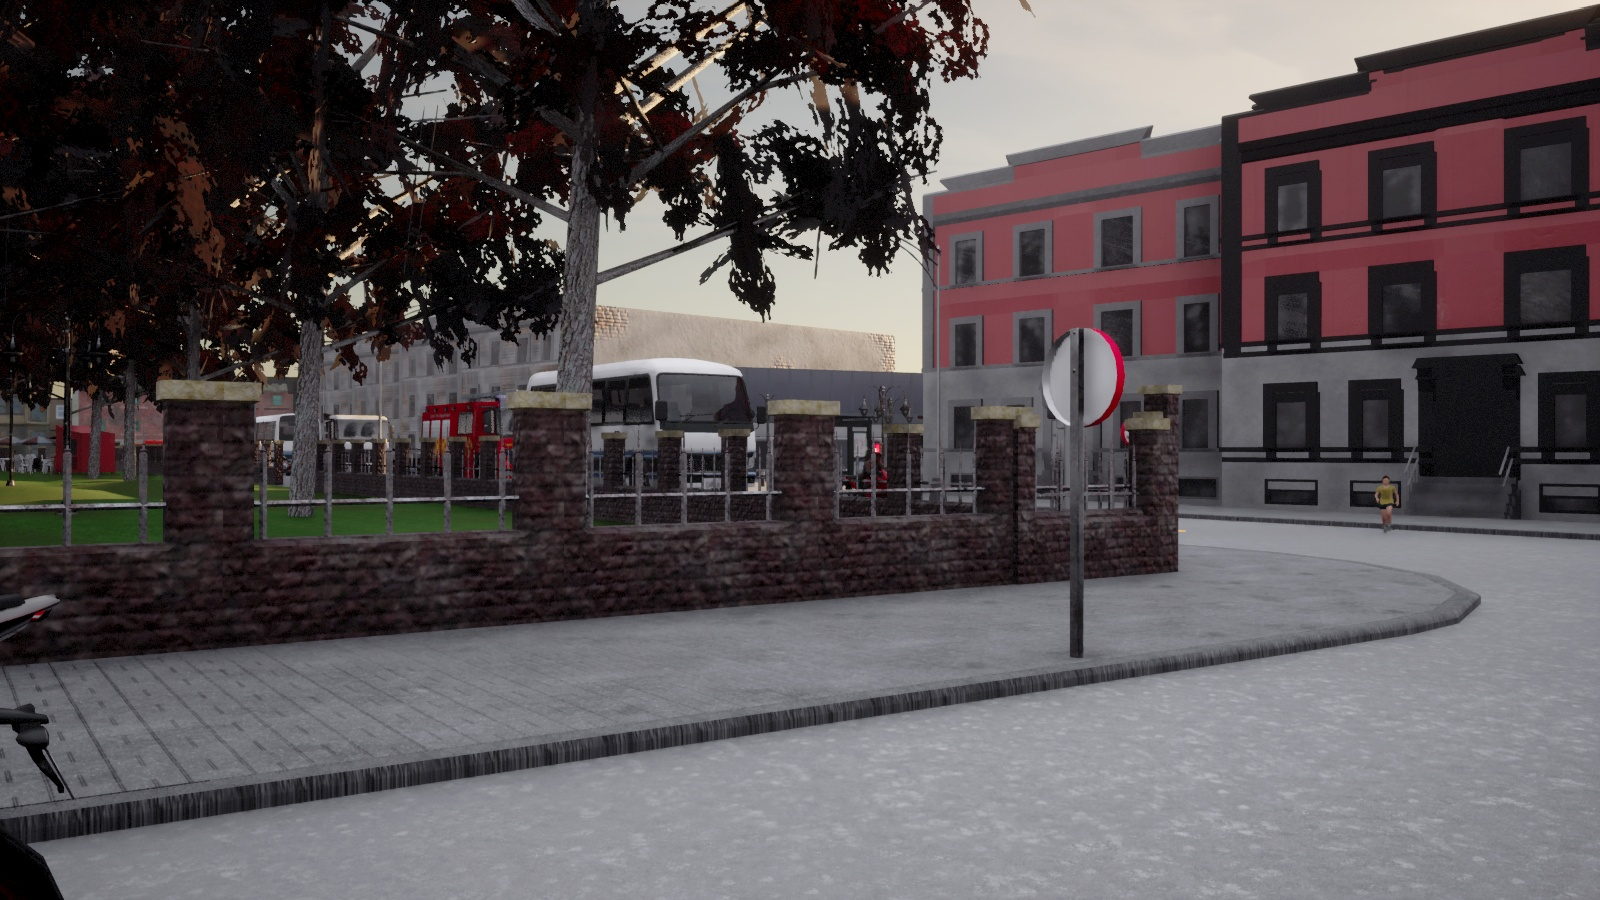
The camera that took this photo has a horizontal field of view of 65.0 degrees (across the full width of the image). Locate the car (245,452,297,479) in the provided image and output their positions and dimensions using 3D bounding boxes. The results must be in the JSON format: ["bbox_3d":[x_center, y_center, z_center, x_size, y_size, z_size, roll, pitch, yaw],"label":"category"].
[{"bbox_3d":[-33.411,0.939,79.190,2.033,1.649,4.856,0,0,-35],"label":"car"}]

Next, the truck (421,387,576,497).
[{"bbox_3d":[-11.704,-0.277,48.073,2.891,3.827,8.468,0,0,-35],"label":"truck"}]

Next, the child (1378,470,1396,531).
[{"bbox_3d":[10.842,0.926,23.207,0.255,1.110,0.394,0,0,32],"label":"child"}]

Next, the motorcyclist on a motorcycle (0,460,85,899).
[{"bbox_3d":[-2.687,0.791,2.423,2.191,1.530,0.866,0,0,-36],"label":"motorcyclist on a motorcycle"}]

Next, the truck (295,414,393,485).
[{"bbox_3d":[-23.914,-0.026,65.594,2.891,3.462,7.936,0,0,-35],"label":"truck"}]

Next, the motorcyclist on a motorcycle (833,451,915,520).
[{"bbox_3d":[1.688,0.794,28.856,0.797,1.523,2.044,0,0,-35],"label":"motorcyclist on a motorcycle"}]

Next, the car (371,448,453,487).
[{"bbox_3d":[-17.433,0.764,56.298,2.242,1.667,4.611,0,0,-35],"label":"car"}]

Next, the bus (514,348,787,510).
[{"bbox_3d":[-4.915,-0.527,38.321,3.944,4.253,10.273,0,0,-34],"label":"bus"}]
